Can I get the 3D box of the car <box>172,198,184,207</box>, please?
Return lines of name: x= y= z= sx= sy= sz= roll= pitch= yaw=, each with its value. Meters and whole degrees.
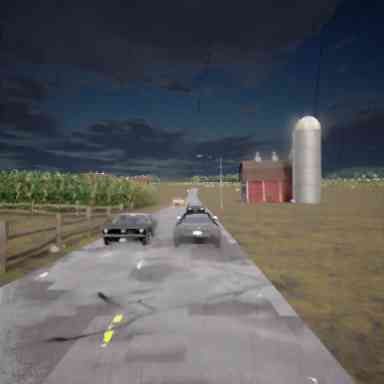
car: x=-2.356 y=1.734 z=57.141 sx=1.882 sy=1.535 sz=5.008 roll=0 pitch=0 yaw=1

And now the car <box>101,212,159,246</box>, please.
car: x=-2.719 y=1.629 z=15.459 sx=1.895 sy=1.301 sz=4.718 roll=0 pitch=0 yaw=0

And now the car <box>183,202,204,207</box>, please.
car: x=0.368 y=1.706 z=35.014 sx=1.895 sy=1.301 sz=4.718 roll=0 pitch=0 yaw=0

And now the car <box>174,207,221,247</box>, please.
car: x=0.225 y=1.583 z=15.109 sx=1.994 sy=1.385 sz=4.181 roll=0 pitch=0 yaw=0
